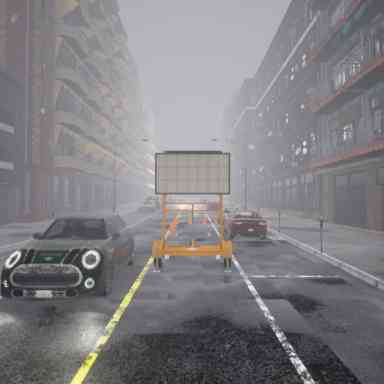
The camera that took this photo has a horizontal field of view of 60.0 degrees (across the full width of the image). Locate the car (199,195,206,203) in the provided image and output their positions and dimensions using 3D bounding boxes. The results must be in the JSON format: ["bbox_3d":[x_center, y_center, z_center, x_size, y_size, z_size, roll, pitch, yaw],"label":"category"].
[{"bbox_3d":[2.772,1.683,61.307,1.887,1.381,4.507,1,0,0],"label":"car"}]

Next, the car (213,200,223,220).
[{"bbox_3d":[2.653,1.554,22.763,1.752,1.417,4.829,1,0,0],"label":"car"}]

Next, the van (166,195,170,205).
[{"bbox_3d":[-5.120,1.459,55.861,1.690,1.788,3.998,2,0,0],"label":"van"}]

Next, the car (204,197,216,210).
[{"bbox_3d":[2.703,1.613,39.183,1.887,1.381,4.507,1,0,0],"label":"car"}]

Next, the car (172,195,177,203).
[{"bbox_3d":[-5.069,1.500,72.454,2.192,1.841,5.009,1,0,0],"label":"car"}]

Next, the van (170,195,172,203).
[{"bbox_3d":[-5.104,1.480,61.393,1.690,1.788,3.998,1,0,0],"label":"van"}]

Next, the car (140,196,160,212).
[{"bbox_3d":[-5.177,1.593,39.101,1.752,1.417,4.829,2,0,0],"label":"car"}]

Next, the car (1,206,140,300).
[{"bbox_3d":[-2.824,1.359,8.605,2.097,1.767,4.553,0,0,0],"label":"car"}]

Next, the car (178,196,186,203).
[{"bbox_3d":[-2.507,1.762,79.157,2.033,1.411,5.357,0,0,0],"label":"car"}]

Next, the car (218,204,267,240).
[{"bbox_3d":[2.635,1.564,17.061,1.887,1.381,4.507,1,0,0],"label":"car"}]

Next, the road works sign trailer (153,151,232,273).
[{"bbox_3d":[0.021,0.474,10.750,2.380,3.560,2.880,0,0,0],"label":"road works sign trailer"}]

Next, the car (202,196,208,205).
[{"bbox_3d":[2.720,1.634,44.715,2.008,1.369,4.403,1,0,0],"label":"car"}]

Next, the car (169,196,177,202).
[{"bbox_3d":[-5.024,1.830,89.045,1.947,1.339,4.313,1,0,0],"label":"car"}]

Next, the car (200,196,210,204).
[{"bbox_3d":[2.816,1.625,72.369,1.967,1.590,4.097,1,0,0],"label":"car"}]

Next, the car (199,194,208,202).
[{"bbox_3d":[2.811,1.550,83.431,2.192,1.841,5.009,1,0,0],"label":"car"}]

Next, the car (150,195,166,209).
[{"bbox_3d":[-5.153,1.398,44.803,2.192,1.841,5.009,2,0,0],"label":"car"}]
